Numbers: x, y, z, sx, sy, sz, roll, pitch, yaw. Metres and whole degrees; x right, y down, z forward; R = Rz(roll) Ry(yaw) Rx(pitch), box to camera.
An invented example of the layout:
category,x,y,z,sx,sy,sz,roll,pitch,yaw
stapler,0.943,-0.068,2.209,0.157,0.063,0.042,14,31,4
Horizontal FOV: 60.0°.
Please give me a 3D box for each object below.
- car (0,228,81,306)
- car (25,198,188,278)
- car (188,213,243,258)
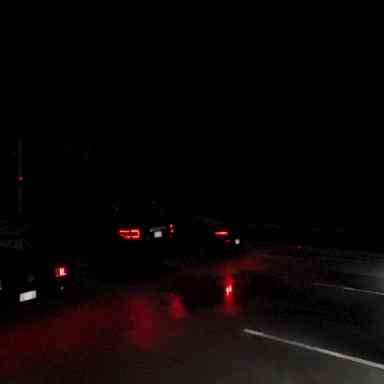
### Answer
category,x,y,z,sx,sy,sz,roll,pitch,yaw
car,-4.773,1.601,7.353,4.718,1.301,1.895,0,0,36
car,-3.075,1.221,10.444,5.566,2.045,2.150,0,0,36
car,-0.310,1.526,12.761,4.674,1.442,1.812,0,0,36
